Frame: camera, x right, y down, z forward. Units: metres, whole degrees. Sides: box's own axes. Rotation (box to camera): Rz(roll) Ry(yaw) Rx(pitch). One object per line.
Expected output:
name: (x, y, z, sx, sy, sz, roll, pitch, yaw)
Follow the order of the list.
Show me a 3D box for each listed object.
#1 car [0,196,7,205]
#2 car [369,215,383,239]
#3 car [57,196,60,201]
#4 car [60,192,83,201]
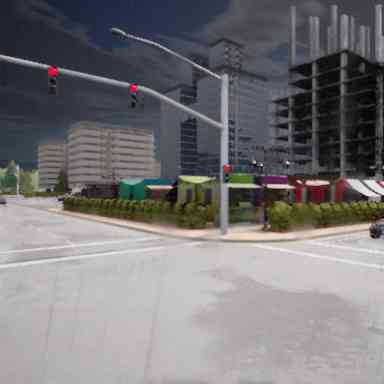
car: (-31.183, 1.427, 53.629, 2.033, 1.411, 5.357, 0, 0, -37)
car: (10.489, 1.530, 16.168, 4.674, 1.442, 1.812, 0, 0, -36)
car: (-26.162, 1.026, 70.879, 4.605, 1.855, 1.932, 0, 0, -37)
car: (-24.453, 1.034, 68.542, 3.866, 1.878, 1.905, 0, 0, -37)
